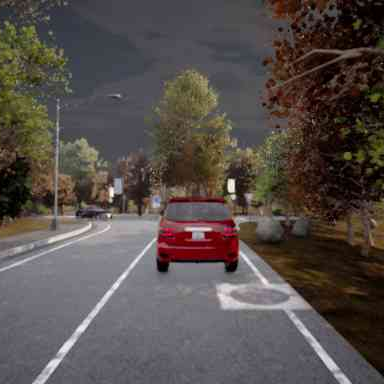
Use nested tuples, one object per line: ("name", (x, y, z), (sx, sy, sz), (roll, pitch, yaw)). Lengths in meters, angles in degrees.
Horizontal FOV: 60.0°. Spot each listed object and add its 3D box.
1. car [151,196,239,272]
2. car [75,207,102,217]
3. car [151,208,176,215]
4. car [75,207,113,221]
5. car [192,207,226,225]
("car", (0.113, 1.140, 10.591), (2.150, 2.045, 5.566), (0, 0, -1))
("car", (-18.131, 3.458, 58.445), (2.097, 1.767, 4.553), (-1, -3, 25))
("car", (-5.848, 4.014, 68.214), (4.902, 1.511, 2.128), (1, -3, -10))
("car", (-11.111, 2.465, 37.634), (4.902, 1.511, 2.128), (-2, -3, 33))
("car", (1.567, 2.026, 28.577), (2.033, 1.411, 5.357), (-1, -3, 12))
